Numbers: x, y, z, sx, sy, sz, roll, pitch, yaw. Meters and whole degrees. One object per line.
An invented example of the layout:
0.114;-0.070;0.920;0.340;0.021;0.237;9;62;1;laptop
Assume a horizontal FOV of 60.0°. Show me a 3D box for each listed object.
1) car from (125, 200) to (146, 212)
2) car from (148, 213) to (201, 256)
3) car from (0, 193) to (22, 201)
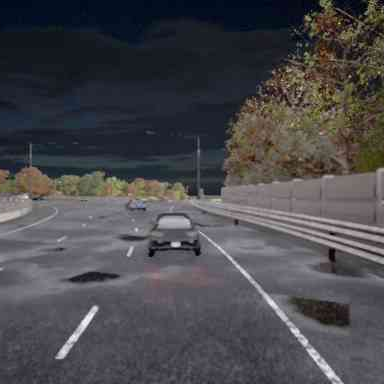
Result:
-6.846;1.603;39.888;2.033;1.411;5.357;0;0;-20;car
-0.763;1.545;13.144;1.812;1.442;4.674;0;0;-6;car
-45.898;1.342;83.793;5.566;2.045;2.150;0;0;37;car
